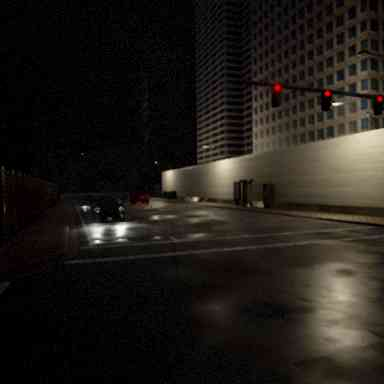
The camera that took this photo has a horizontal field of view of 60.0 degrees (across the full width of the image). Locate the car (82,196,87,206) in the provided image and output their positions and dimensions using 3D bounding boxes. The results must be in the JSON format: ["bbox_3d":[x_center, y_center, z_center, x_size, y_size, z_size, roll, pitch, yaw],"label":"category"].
[{"bbox_3d":[-14.953,1.234,48.272,2.033,1.411,5.357,-1,1,-20],"label":"car"}]

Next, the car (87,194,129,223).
[{"bbox_3d":[-6.177,1.166,24.059,2.097,1.767,4.553,-1,1,-20],"label":"car"}]

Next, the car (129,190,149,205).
[{"bbox_3d":[-7.801,0.797,49.331,2.150,2.045,5.566,-1,1,-18],"label":"car"}]

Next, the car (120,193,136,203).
[{"bbox_3d":[-11.382,1.017,58.965,2.128,1.511,4.902,-1,1,-20],"label":"car"}]
